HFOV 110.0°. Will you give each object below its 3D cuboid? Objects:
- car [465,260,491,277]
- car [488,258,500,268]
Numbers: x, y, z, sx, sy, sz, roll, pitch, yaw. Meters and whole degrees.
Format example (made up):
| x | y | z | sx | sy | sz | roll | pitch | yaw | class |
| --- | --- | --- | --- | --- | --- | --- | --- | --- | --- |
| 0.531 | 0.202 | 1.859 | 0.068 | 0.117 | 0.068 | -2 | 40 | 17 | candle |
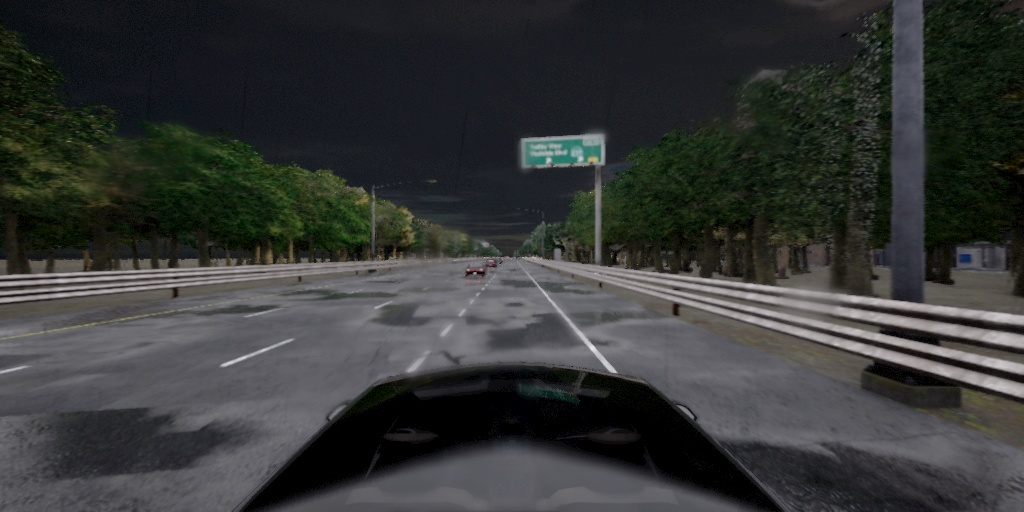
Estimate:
| x | y | z | sx | sy | sz | roll | pitch | yaw | class |
| --- | --- | --- | --- | --- | --- | --- | --- | --- | --- |
| -3.497 | 1.347 | 35.920 | 1.895 | 1.301 | 4.718 | 0 | 0 | 0 | car |
| -3.483 | 1.271 | 60.071 | 1.812 | 1.442 | 4.674 | 0 | 0 | 0 | car |
